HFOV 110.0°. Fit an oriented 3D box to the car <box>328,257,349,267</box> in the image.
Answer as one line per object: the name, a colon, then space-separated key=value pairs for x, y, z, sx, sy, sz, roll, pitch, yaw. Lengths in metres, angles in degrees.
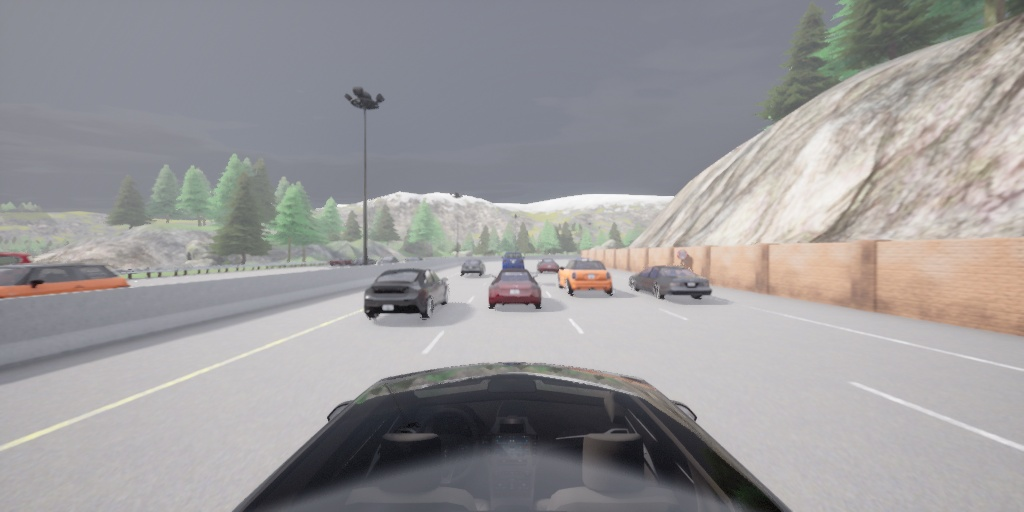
car: x=-24.515 y=0.859 z=51.849 sx=1.895 sy=1.301 sz=4.718 roll=0 pitch=1 yaw=1

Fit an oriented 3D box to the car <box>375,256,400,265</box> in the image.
car: x=-17.518 y=0.789 z=51.351 sx=1.812 sy=1.442 sz=4.674 roll=0 pitch=1 yaw=1

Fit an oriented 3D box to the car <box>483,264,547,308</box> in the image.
car: x=0.104 y=1.189 z=14.404 sx=1.994 sy=1.385 sz=4.181 roll=0 pitch=1 yaw=0

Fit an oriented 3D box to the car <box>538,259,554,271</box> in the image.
car: x=3.615 y=0.971 z=36.687 sx=1.994 sy=1.385 sz=4.181 roll=0 pitch=1 yaw=0

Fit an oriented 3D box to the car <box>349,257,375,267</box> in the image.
car: x=-21.022 y=0.828 z=51.247 sx=1.994 sy=1.385 sz=4.181 roll=0 pitch=1 yaw=1

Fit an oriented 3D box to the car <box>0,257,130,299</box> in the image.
car: x=-14.097 y=1.017 z=10.340 sx=2.097 sy=1.767 sz=4.553 roll=0 pitch=1 yaw=0

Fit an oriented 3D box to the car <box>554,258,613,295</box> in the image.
car: x=3.607 y=0.938 z=18.412 sx=2.097 sy=1.767 sz=4.553 roll=0 pitch=1 yaw=0

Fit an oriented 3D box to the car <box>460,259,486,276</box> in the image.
car: x=-3.386 y=1.003 z=31.734 sx=2.033 sy=1.411 sz=5.357 roll=0 pitch=1 yaw=0

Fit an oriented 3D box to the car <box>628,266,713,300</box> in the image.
car: x=7.106 y=1.150 z=16.708 sx=2.033 sy=1.411 sz=5.357 roll=0 pitch=1 yaw=0

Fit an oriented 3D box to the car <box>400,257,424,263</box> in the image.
car: x=-14.085 y=0.803 z=52.046 sx=2.033 sy=1.411 sz=5.357 roll=0 pitch=1 yaw=0

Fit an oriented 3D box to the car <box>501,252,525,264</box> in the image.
car: x=0.116 y=0.636 z=35.928 sx=2.150 sy=2.045 sz=5.566 roll=0 pitch=1 yaw=0

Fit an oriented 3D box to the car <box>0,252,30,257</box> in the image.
car: x=-17.595 y=0.888 z=10.280 sx=2.150 sy=2.045 sz=5.566 roll=0 pitch=1 yaw=0

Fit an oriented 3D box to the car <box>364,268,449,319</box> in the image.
car: x=-3.398 y=1.151 z=12.263 sx=1.837 sy=1.490 sz=4.892 roll=0 pitch=1 yaw=0
